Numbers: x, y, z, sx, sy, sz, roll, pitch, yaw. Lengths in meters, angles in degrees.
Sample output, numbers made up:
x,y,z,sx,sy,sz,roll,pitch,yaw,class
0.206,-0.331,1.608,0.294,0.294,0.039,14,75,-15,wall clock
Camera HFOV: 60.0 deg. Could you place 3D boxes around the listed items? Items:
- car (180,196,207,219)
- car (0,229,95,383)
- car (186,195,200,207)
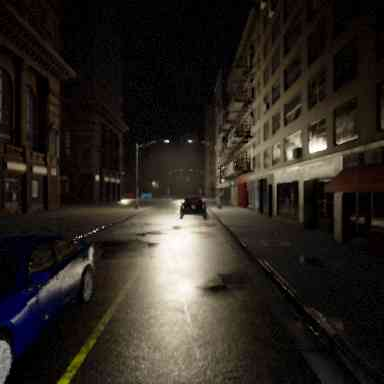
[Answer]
x,y,z,sx,sy,sz,roll,pitch,yaw,class
0.104,1.197,27.785,2.097,1.767,4.553,0,0,0,car
-3.000,1.446,5.163,1.882,1.535,5.008,0,0,0,car
0.103,1.264,46.163,1.882,1.535,5.008,0,0,0,car
